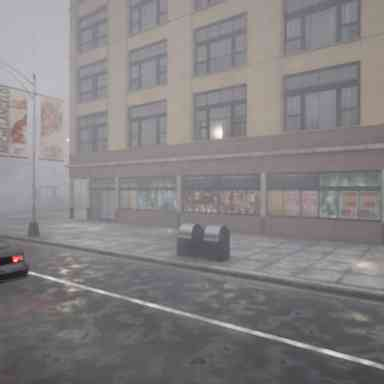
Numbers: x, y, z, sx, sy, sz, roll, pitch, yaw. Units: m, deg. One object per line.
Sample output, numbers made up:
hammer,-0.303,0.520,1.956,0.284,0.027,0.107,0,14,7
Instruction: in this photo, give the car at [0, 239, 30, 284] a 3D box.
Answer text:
car,-6.197,1.502,8.272,5.357,1.411,2.033,0,0,35
